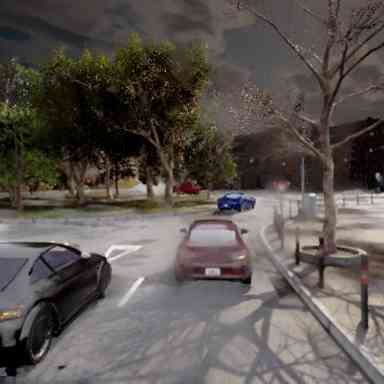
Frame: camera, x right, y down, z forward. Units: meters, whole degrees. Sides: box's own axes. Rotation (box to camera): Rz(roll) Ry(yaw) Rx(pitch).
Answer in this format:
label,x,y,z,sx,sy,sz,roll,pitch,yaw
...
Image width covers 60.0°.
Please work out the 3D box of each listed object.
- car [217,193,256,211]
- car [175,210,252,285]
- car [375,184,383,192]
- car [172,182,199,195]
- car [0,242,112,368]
label,x,y,z,sx,sy,sz,roll,pitch,yaw
car,3.864,0.798,28.042,1.882,1.535,5.008,2,3,30
car,0.605,1.487,9.339,1.812,1.442,4.674,0,1,4
car,34.296,-0.847,57.998,2.185,1.767,4.553,-1,3,-16
car,-1.447,-0.619,53.727,5.566,2.045,2.150,2,3,37
car,-2.849,1.556,5.829,1.994,1.385,4.181,0,0,3
